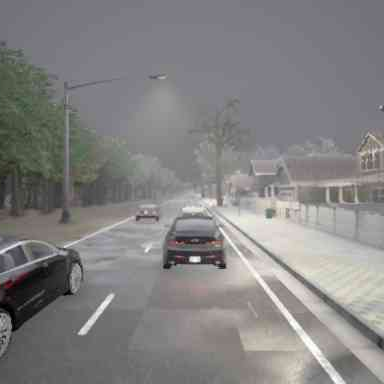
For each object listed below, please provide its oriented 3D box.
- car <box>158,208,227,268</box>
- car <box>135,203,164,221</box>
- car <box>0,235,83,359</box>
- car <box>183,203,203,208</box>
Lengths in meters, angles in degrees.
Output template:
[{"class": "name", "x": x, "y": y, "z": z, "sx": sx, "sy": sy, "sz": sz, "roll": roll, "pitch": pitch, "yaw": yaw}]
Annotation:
[{"class": "car", "x": 0.089, "y": 1.522, "z": 11.252, "sx": 1.837, "sy": 1.490, "sz": 4.892, "roll": 0, "pitch": 0, "yaw": 0}, {"class": "car", "x": -3.404, "y": 1.572, "z": 27.193, "sx": 2.033, "sy": 1.411, "sz": 5.357, "roll": 0, "pitch": 0, "yaw": 0}, {"class": "car", "x": -3.429, "y": 1.501, "z": 5.753, "sx": 2.128, "sy": 1.511, "sz": 4.902, "roll": 0, "pitch": 0, "yaw": 0}, {"class": "car", "x": 0.100, "y": 1.625, "z": 30.557, "sx": 1.895, "sy": 1.301, "sz": 4.718, "roll": 0, "pitch": 0, "yaw": 0}]
